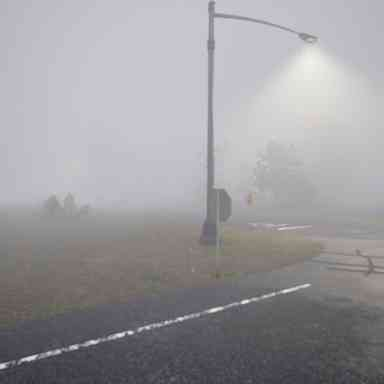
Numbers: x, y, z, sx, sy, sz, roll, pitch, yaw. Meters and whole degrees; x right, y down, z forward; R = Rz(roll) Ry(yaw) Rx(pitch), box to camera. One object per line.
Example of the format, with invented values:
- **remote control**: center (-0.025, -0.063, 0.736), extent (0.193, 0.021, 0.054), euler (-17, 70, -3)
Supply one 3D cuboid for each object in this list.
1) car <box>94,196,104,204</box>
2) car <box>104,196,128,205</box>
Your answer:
- **car**: center (-16.291, 1.459, 60.967), extent (2.033, 1.411, 5.357), euler (0, 0, -34)
- **car**: center (-12.287, 1.471, 55.062), extent (2.033, 1.411, 5.357), euler (0, 0, -33)
